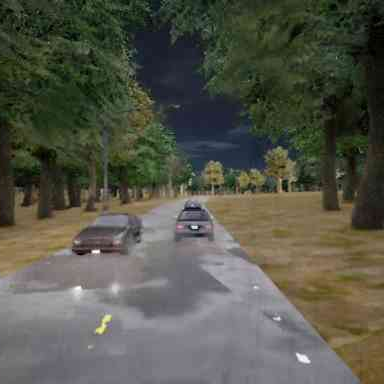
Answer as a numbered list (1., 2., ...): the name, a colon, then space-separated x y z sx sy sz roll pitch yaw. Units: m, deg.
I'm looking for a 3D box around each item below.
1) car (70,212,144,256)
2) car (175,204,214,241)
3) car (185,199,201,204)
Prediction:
1. car: -3.100 1.549 13.417 2.033 1.411 5.357 0 0 0
2. car: 0.098 1.550 16.685 2.033 1.411 5.357 0 0 0
3. car: 0.108 1.549 40.601 1.994 1.385 4.181 0 0 0
